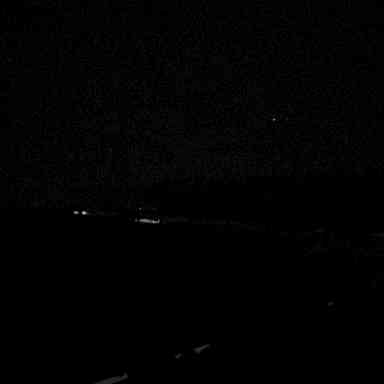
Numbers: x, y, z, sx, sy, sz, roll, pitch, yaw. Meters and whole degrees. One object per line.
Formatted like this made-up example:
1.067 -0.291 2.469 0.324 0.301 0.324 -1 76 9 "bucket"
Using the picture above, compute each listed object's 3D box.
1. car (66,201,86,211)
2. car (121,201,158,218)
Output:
-17.532 2.077 50.135 2.128 1.511 4.902 0 -1 -35 "car"
-5.223 1.682 32.796 2.097 1.767 4.553 0 -1 -36 "car"
